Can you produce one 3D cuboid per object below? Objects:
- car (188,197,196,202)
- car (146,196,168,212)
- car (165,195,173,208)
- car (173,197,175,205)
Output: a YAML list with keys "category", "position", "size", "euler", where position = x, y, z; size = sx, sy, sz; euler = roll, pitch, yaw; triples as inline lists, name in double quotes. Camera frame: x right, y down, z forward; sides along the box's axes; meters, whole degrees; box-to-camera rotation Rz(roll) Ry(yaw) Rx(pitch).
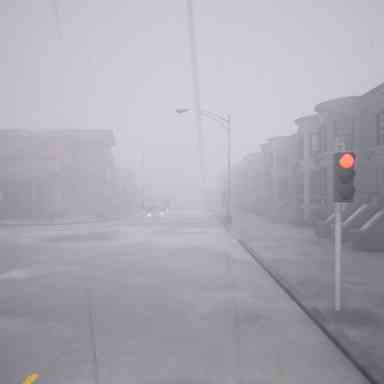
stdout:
- category: "car"
  position: [-0.064, 1.754, 74.067]
  size: [2.033, 1.411, 5.357]
  euler: [0, 0, 0]
- category: "car"
  position: [-4.147, 1.526, 39.413]
  size: [1.812, 1.442, 4.674]
  euler: [0, 0, -1]
- category: "car"
  position: [-4.146, 1.505, 48.599]
  size: [1.837, 1.490, 4.892]
  euler: [0, 0, 0]
- category: "car"
  position: [-4.127, 1.352, 58.392]
  size: [2.097, 1.767, 4.553]
  euler: [0, 0, 0]
